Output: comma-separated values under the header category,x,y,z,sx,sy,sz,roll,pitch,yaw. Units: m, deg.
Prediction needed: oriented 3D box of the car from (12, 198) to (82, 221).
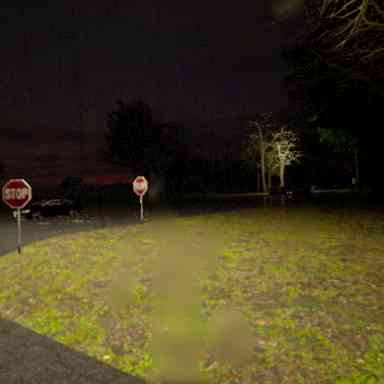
category,x,y,z,sx,sy,sz,roll,pitch,yaw
car,-10.280,1.240,23.966,2.128,1.511,4.902,-3,0,34

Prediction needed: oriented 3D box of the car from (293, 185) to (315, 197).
category,x,y,z,sx,sy,sz,roll,pitch,yaw
car,17.301,-0.018,52.272,1.882,1.535,5.008,-2,1,32

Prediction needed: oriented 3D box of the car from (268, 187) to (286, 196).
category,x,y,z,sx,sy,sz,roll,pitch,yaw
car,16.046,-0.187,62.617,2.097,1.767,4.553,-3,1,34

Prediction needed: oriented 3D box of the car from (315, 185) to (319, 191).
category,x,y,z,sx,sy,sz,roll,pitch,yaw
car,30.772,-0.955,84.194,2.128,1.511,4.902,-3,1,34
